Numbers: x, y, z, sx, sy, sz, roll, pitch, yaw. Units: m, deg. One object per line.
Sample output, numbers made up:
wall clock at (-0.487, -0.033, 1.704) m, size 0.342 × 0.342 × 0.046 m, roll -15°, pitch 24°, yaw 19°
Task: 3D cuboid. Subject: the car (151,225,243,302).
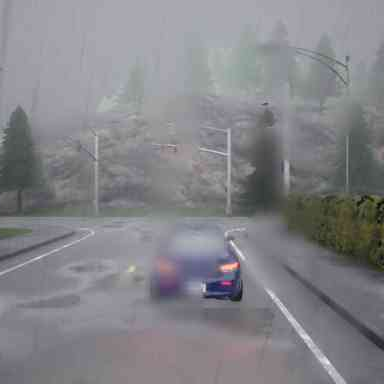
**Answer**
car at (0.106, 1.526, 8.157) m, size 1.812 × 1.442 × 4.674 m, roll 0°, pitch 0°, yaw 0°
